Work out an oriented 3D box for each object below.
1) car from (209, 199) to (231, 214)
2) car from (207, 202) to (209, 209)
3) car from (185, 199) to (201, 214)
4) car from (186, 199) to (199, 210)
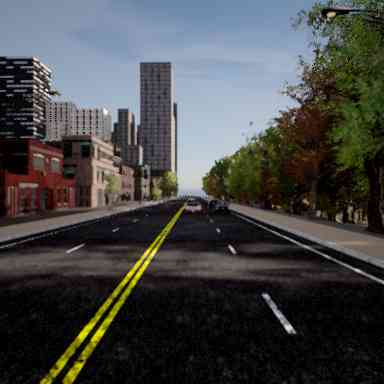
[{"bbox_3d":[3.398,1.838,38.807,2.033,1.411,5.357,0,0,0],"label":"car"},{"bbox_3d":[3.319,1.875,49.624,1.837,1.490,4.892,0,0,0],"label":"car"},{"bbox_3d":[0.153,1.902,40.333,1.895,1.301,4.718,0,0,0],"label":"car"},{"bbox_3d":[0.066,1.880,50.372,1.837,1.490,4.892,0,0,0],"label":"car"}]
